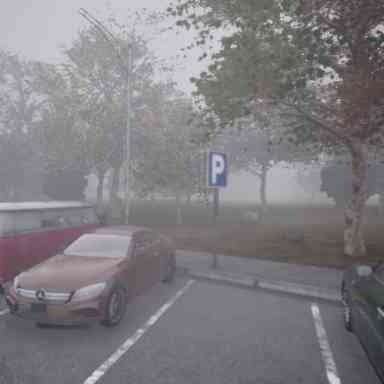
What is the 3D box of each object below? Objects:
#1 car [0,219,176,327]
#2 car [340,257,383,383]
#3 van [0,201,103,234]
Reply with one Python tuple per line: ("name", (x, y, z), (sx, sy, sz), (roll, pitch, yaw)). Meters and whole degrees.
("car", (-1.712, 1.516, 7.278), (2.002, 1.452, 4.674), (1, 0, 15))
("car", (3.131, 1.360, 3.819), (2.185, 1.767, 4.553), (0, -1, 15))
("van", (-4.123, 1.245, 9.095), (1.878, 1.987, 4.442), (0, -1, 15))
